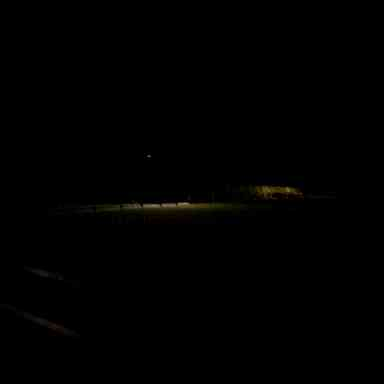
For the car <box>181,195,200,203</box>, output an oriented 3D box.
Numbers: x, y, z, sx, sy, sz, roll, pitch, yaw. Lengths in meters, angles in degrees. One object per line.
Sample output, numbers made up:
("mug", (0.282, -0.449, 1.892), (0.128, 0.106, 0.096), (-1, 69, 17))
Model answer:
("car", (-0.302, 1.302, 60.814), (1.994, 1.385, 4.181), (0, 0, 31))
